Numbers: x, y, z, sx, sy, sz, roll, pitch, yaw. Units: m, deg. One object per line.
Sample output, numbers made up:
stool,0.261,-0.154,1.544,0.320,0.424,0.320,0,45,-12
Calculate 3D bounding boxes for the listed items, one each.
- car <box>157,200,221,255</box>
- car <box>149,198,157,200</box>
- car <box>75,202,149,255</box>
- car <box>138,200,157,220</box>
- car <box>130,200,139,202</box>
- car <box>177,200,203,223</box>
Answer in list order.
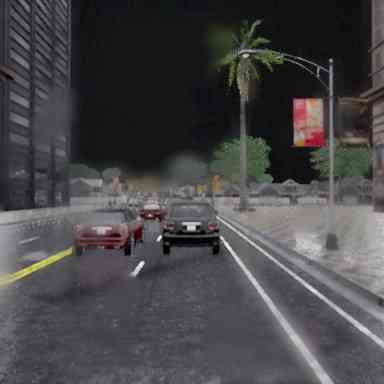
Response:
car,-0.039,1.353,14.135,2.150,2.045,5.566,0,0,0
car,-7.608,2.026,64.008,2.097,1.767,4.553,0,-1,-1
car,-3.289,1.487,14.166,2.097,1.767,4.553,0,-1,0
car,-3.457,1.772,29.580,1.882,1.535,5.008,0,0,-1
car,-10.851,2.235,63.643,1.994,1.385,4.181,0,-1,-1
car,-0.205,1.640,29.228,2.097,1.767,4.553,0,-1,-1
